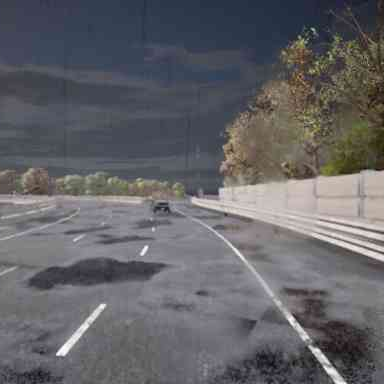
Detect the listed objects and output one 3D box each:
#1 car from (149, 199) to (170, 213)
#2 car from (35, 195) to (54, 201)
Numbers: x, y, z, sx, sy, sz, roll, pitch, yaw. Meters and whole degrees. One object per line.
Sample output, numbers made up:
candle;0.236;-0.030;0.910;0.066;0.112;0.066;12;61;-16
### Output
car;-3.630;1.502;36.792;1.837;1.490;4.892;1;0;-14
car;-35.932;1.491;81.852;2.033;1.411;5.357;0;0;-44
